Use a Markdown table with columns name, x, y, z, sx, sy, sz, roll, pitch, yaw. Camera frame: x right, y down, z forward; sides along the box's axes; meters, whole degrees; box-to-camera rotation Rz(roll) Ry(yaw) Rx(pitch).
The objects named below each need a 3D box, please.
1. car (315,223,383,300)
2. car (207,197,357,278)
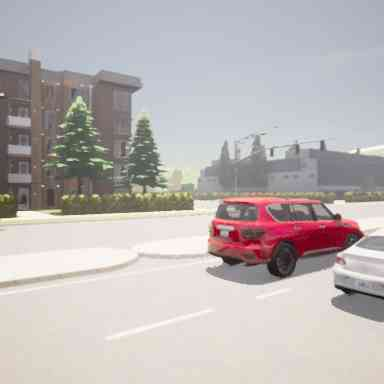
| name | x | y | z | sx | sy | sz | roll | pitch | yaw |
| --- | --- | --- | --- | --- | --- | --- | --- | --- | --- |
| car | 4.936 | 1.498 | 7.308 | 4.674 | 1.442 | 1.812 | 0 | 0 | -36 |
| car | 3.018 | 1.190 | 10.240 | 5.566 | 2.045 | 2.150 | 0 | 0 | -36 |
